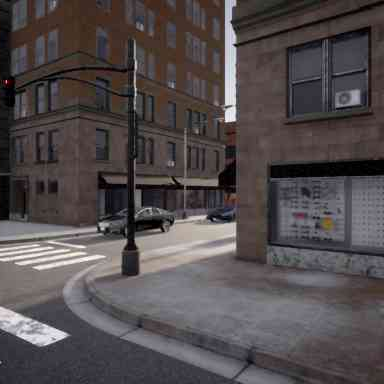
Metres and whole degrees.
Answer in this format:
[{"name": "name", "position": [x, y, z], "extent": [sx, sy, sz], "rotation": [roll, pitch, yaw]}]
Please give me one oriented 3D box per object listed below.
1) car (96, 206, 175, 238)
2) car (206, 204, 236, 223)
[{"name": "car", "position": [-2.982, 1.559, 18.415], "extent": [2.128, 1.511, 4.902], "rotation": [0, 0, 36]}, {"name": "car", "position": [3.243, 1.658, 27.131], "extent": [2.033, 1.411, 5.357], "rotation": [0, 0, 35]}]
